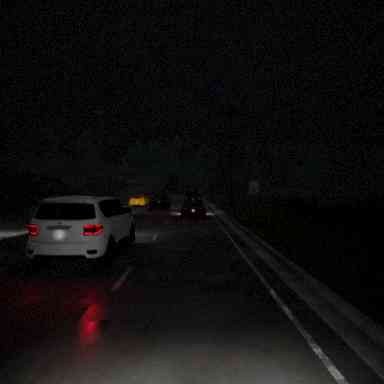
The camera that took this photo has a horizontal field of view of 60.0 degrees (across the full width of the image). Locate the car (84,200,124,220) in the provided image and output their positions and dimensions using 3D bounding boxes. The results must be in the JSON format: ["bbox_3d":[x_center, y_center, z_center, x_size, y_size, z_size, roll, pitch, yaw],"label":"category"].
[{"bbox_3d":[-6.959,1.368,26.864,1.895,1.301,4.718,0,0,0],"label":"car"}]

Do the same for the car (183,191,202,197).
[{"bbox_3d":[0.111,0.874,41.401,2.150,2.045,5.566,0,1,0],"label":"car"}]

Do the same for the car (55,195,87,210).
[{"bbox_3d":[-13.859,1.142,38.475,1.882,1.535,5.008,0,1,0],"label":"car"}]

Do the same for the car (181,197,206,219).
[{"bbox_3d":[0.116,1.336,26.869,1.994,1.385,4.181,0,0,1],"label":"car"}]

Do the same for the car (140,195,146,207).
[{"bbox_3d":[-6.883,1.102,43.770,1.882,1.535,5.008,0,1,0],"label":"car"}]

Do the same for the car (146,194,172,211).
[{"bbox_3d":[-3.362,1.042,36.282,2.097,1.767,4.553,0,0,0],"label":"car"}]

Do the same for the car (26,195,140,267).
[{"bbox_3d":[-3.390,1.124,11.197,2.150,2.045,5.566,0,1,0],"label":"car"}]

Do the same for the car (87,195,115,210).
[{"bbox_3d":[-10.359,1.145,38.414,1.882,1.535,5.008,0,1,0],"label":"car"}]
